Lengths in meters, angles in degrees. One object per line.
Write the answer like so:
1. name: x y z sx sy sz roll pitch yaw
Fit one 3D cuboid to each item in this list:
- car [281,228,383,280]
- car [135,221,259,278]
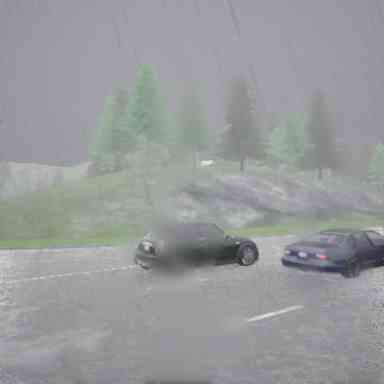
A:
1. car: 5.424 1.949 11.350 5.357 1.411 2.033 1 -3 -33
2. car: 0.298 1.883 12.186 4.553 1.767 2.097 1 -3 -33
